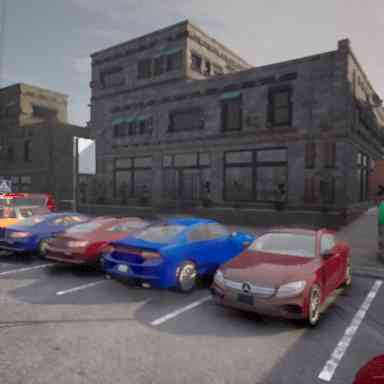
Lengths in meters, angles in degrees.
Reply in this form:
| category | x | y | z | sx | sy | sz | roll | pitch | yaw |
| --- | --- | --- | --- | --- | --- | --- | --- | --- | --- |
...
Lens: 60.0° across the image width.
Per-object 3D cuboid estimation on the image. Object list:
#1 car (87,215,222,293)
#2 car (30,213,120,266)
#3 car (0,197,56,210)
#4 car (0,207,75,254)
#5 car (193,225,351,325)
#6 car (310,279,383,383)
| category | x | y | z | sx | sy | sz | roll | pitch | yaw |
| --- | --- | --- | --- | --- | --- | --- | --- | --- | --- |
| car | -0.015 | 1.443 | 8.965 | 2.097 | 1.535 | 5.008 | 1 | 0 | 36 |
| car | -2.256 | 1.464 | 10.571 | 2.002 | 1.452 | 4.674 | 0 | 0 | 36 |
| car | -6.759 | 1.262 | 13.755 | 2.185 | 1.767 | 4.553 | 0 | 0 | 36 |
| car | -4.605 | 1.445 | 12.250 | 2.002 | 1.452 | 4.674 | 0 | 0 | 36 |
| car | 2.233 | 1.502 | 7.368 | 2.002 | 1.452 | 4.674 | 0 | 0 | 36 |
| car | 3.222 | 1.494 | 1.078 | 5.008 | 1.535 | 1.882 | 1 | 0 | 36 |
